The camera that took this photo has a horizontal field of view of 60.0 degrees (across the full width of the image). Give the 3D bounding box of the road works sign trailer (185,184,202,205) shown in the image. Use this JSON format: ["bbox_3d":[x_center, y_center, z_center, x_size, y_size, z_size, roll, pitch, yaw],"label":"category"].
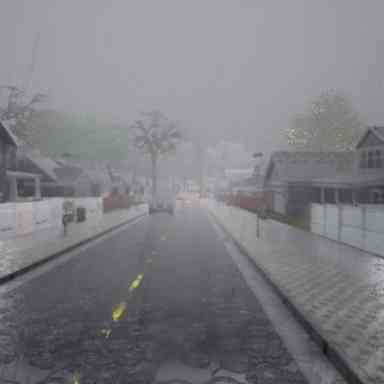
[{"bbox_3d":[0.358,0.397,55.540,2.380,3.560,2.880,0,0,-7],"label":"road works sign trailer"}]

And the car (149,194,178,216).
[{"bbox_3d":[-2.845,1.189,32.355,2.150,2.045,5.566,0,0,0],"label":"car"}]

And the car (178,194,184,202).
[{"bbox_3d":[-2.754,1.229,73.963,2.097,1.767,4.553,0,0,0],"label":"car"}]
